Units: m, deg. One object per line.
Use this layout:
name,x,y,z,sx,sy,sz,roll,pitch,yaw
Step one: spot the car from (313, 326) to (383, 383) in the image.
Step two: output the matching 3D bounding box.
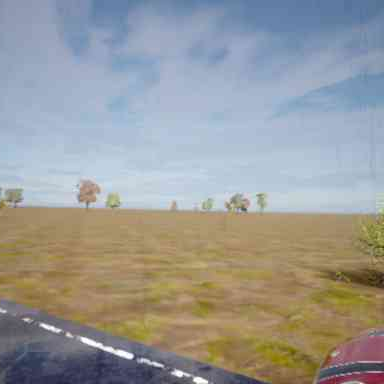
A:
car,3.104,1.592,2.117,4.553,1.767,2.097,0,-4,32
